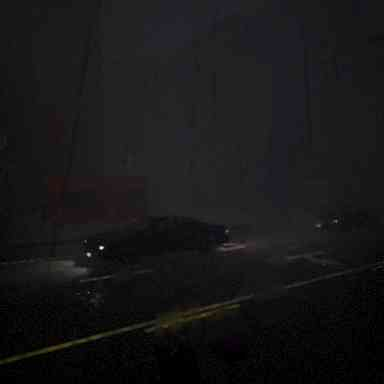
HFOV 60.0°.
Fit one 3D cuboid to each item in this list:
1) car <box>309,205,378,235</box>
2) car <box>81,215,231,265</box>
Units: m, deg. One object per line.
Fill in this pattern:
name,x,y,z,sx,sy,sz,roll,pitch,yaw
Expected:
car,8.596,1.484,18.776,4.902,1.511,2.128,0,0,-36
car,-1.046,1.548,11.873,5.357,1.411,2.033,0,0,-36
